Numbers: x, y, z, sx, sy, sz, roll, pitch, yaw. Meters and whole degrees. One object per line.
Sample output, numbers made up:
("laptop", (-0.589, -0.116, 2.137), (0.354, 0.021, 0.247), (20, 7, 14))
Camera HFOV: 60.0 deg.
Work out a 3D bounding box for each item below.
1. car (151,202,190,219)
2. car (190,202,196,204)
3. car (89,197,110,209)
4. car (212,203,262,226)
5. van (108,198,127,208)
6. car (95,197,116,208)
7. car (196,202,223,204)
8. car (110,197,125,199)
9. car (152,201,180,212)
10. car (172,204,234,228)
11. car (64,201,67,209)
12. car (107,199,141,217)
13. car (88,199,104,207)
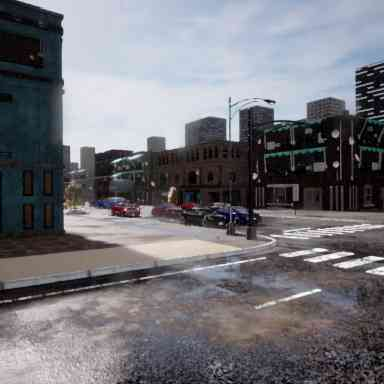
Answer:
("car", (-2.432, 1.891, 33.696), (1.994, 1.385, 4.181), (-1, 0, -36))
("car", (-0.401, 1.904, 40.819), (1.802, 1.307, 4.206), (-2, 0, -35))
("car", (-15.902, 2.128, 58.191), (1.812, 1.442, 4.674), (-1, 0, -35))
("car", (3.333, 1.777, 25.584), (1.994, 1.385, 4.181), (-1, 0, -36))
("van", (-13.234, 1.907, 58.864), (1.690, 1.788, 3.998), (-1, 0, -35))
("car", (-16.442, 1.940, 63.375), (2.192, 1.841, 5.009), (-1, 0, -35))
("car", (2.805, 1.809, 36.307), (2.008, 1.369, 4.403), (-2, 0, -35))
("car", (-8.263, 1.793, 41.913), (2.097, 1.767, 4.553), (-1, 0, -35))
("car", (-3.607, 1.966, 45.330), (1.802, 1.307, 4.206), (-2, 0, -35))
("car", (0.711, 1.814, 24.581), (1.947, 1.339, 4.313), (-2, 0, -35))
("car", (-23.167, 2.233, 58.380), (1.752, 1.417, 4.829), (-1, 0, -35))
("car", (-7.233, 1.846, 35.962), (1.967, 1.590, 4.097), (-1, 0, -35))
("car", (-19.643, 2.228, 67.887), (1.887, 1.381, 4.507), (-1, 0, -35))
